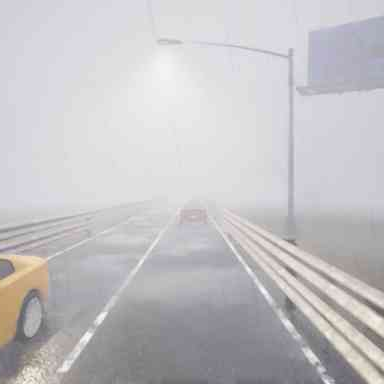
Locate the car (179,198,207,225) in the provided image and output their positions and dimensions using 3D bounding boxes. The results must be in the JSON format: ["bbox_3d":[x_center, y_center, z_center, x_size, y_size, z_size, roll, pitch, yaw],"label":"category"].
[{"bbox_3d":[0.104,1.469,24.250,1.882,1.535,5.008,0,0,0],"label":"car"}]

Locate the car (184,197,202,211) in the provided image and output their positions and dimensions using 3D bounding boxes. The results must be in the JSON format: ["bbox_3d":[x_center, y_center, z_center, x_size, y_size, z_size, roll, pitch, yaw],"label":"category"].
[{"bbox_3d":[0.105,1.476,42.375,2.128,1.511,4.902,0,0,0],"label":"car"}]

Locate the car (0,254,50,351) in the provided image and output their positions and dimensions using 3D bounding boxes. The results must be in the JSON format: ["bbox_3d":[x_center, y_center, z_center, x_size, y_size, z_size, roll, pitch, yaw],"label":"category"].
[{"bbox_3d":[-3.342,1.476,3.599,1.882,1.535,5.008,0,0,0],"label":"car"}]
